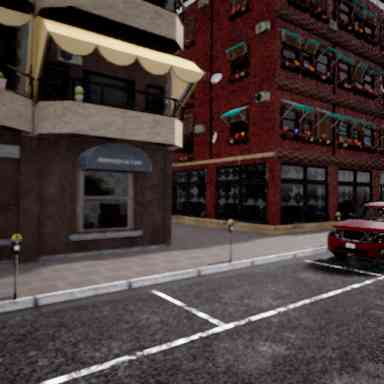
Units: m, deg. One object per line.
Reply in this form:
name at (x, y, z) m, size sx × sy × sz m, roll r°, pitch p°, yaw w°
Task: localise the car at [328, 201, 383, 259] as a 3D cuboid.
car at (6.775, 1.274, 11.372) m, size 5.009 × 1.841 × 2.192 m, roll 0°, pitch 1°, yaw -35°
